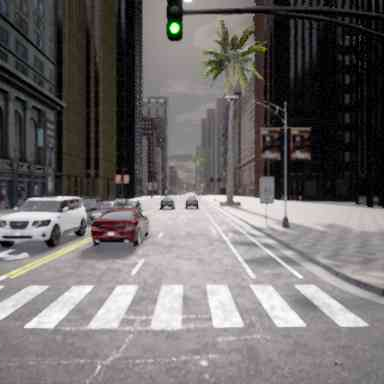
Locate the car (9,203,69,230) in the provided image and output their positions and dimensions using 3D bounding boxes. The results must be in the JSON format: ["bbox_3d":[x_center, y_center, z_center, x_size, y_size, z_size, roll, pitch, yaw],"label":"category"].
[{"bbox_3d":[-9.831,1.533,21.832,1.812,1.442,4.674,0,0,0],"label":"car"}]

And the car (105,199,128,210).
[{"bbox_3d":[-9.782,1.615,43.626,1.895,1.301,4.718,0,0,1],"label":"car"}]

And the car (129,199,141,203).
[{"bbox_3d":[-6.501,1.503,35.507,2.128,1.511,4.902,0,0,0],"label":"car"}]

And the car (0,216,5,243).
[{"bbox_3d":[-9.875,1.357,13.138,2.097,1.767,4.553,0,0,1],"label":"car"}]

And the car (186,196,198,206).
[{"bbox_3d":[0.000,1.495,56.127,1.882,1.535,5.008,0,0,0],"label":"car"}]

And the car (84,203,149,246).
[{"bbox_3d":[-3.150,1.482,15.428,1.882,1.535,5.008,0,0,0],"label":"car"}]

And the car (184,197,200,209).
[{"bbox_3d":[0.000,1.519,45.994,1.837,1.490,4.892,0,0,0],"label":"car"}]

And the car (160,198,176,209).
[{"bbox_3d":[-3.249,1.520,44.559,1.837,1.490,4.892,0,0,0],"label":"car"}]

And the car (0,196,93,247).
[{"bbox_3d":[-6.593,1.227,15.340,2.150,2.045,5.566,0,0,0],"label":"car"}]

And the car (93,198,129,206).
[{"bbox_3d":[-6.561,1.500,25.384,2.128,1.511,4.902,0,0,1],"label":"car"}]
